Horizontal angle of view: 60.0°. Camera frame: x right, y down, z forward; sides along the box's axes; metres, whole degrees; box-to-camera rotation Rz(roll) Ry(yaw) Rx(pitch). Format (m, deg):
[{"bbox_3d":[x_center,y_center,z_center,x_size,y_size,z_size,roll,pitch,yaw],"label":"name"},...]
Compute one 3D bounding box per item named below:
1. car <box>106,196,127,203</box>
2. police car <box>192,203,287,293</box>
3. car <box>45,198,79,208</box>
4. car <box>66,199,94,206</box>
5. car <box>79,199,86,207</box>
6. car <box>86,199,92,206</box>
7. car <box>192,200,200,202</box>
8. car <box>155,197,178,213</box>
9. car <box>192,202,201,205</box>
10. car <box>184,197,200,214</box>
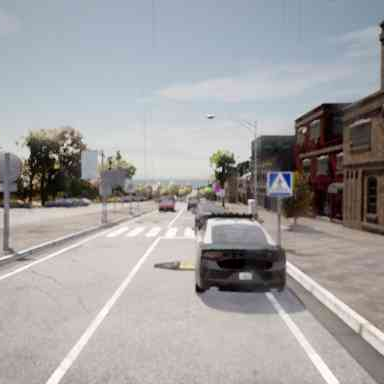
[{"bbox_3d":[-21.386,2.301,92.630,5.008,1.535,2.097,0,-1,0],"label":"car"},{"bbox_3d":[1.025,1.347,8.856,1.930,1.638,5.238,1,1,0],"label":"police car"},{"bbox_3d":[-21.660,1.889,54.450,4.674,1.452,2.002,0,-1,0],"label":"car"},{"bbox_3d":[-21.592,2.002,64.147,4.674,1.452,2.002,0,-1,0],"label":"car"},{"bbox_3d":[-21.634,1.888,57.726,4.892,1.521,2.231,0,-1,0],"label":"car"},{"bbox_3d":[-21.622,1.925,60.999,5.008,1.535,2.097,0,-1,0],"label":"car"},{"bbox_3d":[1.083,1.563,24.773,1.837,1.490,4.892,0,-1,0],"label":"car"},{"bbox_3d":[-3.130,1.735,41.889,1.882,1.535,5.008,0,-1,0],"label":"car"},{"bbox_3d":[1.050,1.495,18.768,1.837,1.490,4.892,0,-1,0],"label":"car"},{"bbox_3d":[0.255,1.816,46.541,1.837,1.490,4.892,0,-1,1],"label":"car"}]
